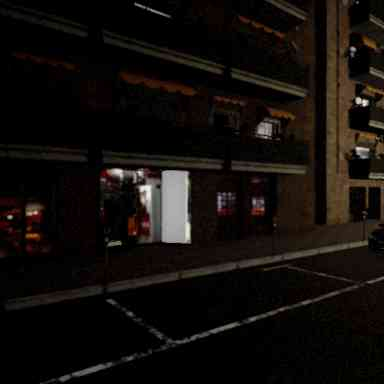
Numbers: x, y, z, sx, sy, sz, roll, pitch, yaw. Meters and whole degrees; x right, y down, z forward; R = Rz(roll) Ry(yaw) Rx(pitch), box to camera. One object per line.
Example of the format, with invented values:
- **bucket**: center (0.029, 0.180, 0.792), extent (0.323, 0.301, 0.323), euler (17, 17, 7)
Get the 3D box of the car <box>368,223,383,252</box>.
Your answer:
- **car**: center (8.334, 1.532, 12.502), extent (4.403, 1.369, 2.008), euler (0, 0, -35)
